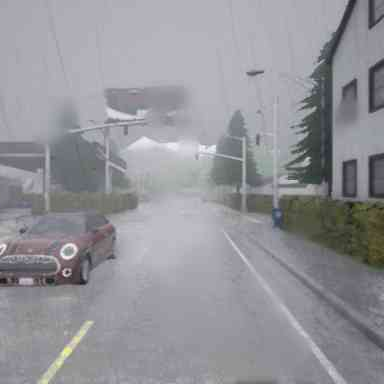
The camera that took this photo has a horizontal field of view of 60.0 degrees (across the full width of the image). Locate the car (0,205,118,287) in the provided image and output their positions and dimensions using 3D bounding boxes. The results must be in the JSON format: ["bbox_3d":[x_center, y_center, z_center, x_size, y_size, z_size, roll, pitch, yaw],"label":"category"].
[{"bbox_3d":[-3.567,1.332,9.424,2.097,1.767,4.553,0,0,0],"label":"car"}]

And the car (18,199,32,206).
[{"bbox_3d":[-22.190,1.574,47.274,4.611,1.667,2.242,0,0,0],"label":"car"}]
